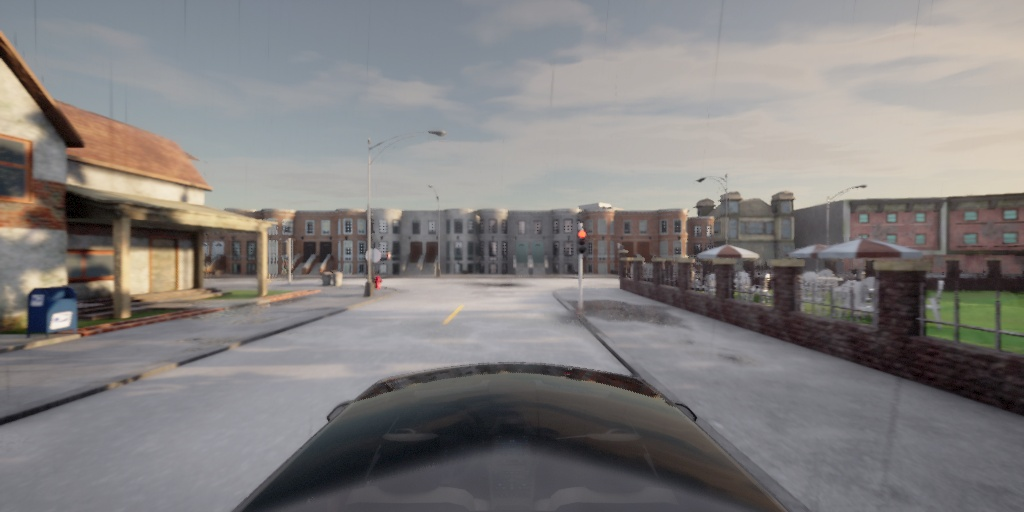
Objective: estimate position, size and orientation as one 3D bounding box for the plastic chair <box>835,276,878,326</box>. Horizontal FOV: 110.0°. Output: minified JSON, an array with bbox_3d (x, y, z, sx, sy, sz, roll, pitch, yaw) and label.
[{"bbox_3d":[9.710,1.309,10.044,0.730,1.272,0.750,0,0,-35],"label":"plastic chair"}]

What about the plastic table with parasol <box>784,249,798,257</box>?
[{"bbox_3d":[14.174,0.700,16.615,2.482,2.480,2.482,0,0,-40],"label":"plastic table with parasol"}]

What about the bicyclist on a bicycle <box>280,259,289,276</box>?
[{"bbox_3d":[-21.794,1.102,34.553,0.582,1.620,1.656,0,0,0],"label":"bicyclist on a bicycle"}]

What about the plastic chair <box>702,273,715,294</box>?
[{"bbox_3d":[8.710,1.340,15.274,0.730,1.272,0.750,0,0,-35],"label":"plastic chair"}]

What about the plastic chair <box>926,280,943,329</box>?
[{"bbox_3d":[11.416,1.302,9.947,0.750,1.272,0.730,0,0,-40],"label":"plastic chair"}]

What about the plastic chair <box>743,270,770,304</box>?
[{"bbox_3d":[10.417,1.339,15.178,0.750,1.272,0.730,0,0,-40],"label":"plastic chair"}]

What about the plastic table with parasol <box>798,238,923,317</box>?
[{"bbox_3d":[10.683,0.705,10.946,2.482,2.480,2.482,0,0,-40],"label":"plastic table with parasol"}]

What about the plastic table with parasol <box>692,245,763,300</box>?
[{"bbox_3d":[9.684,0.736,16.176,2.482,2.480,2.482,0,0,-40],"label":"plastic table with parasol"}]
